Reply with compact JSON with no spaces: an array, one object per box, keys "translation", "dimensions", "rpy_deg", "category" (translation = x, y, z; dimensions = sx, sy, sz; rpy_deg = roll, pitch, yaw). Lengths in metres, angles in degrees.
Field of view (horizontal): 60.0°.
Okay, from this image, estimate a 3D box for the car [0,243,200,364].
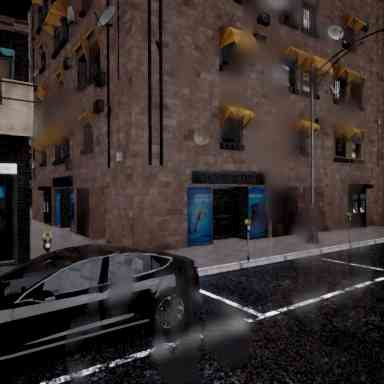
[{"translation":[-1.852,1.566,5.244],"dimensions":[4.313,1.339,1.947],"rpy_deg":[0,0,-36],"category":"car"}]
